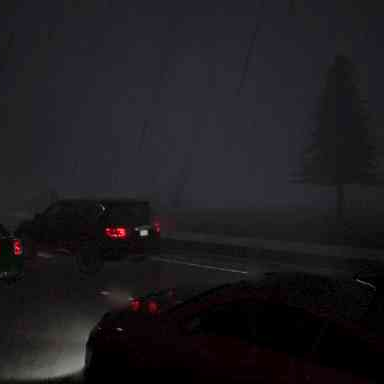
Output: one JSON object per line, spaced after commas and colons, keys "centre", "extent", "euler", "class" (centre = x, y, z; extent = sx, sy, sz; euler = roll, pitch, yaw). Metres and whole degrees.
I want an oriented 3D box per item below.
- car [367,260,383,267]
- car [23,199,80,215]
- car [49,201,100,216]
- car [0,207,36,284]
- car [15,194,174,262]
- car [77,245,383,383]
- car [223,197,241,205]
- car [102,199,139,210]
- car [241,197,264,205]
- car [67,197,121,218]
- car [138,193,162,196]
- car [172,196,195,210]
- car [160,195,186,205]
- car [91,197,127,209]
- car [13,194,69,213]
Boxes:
{"centre": [5.006, 1.478, 4.717], "extent": [5.008, 1.535, 1.882], "euler": [0, 0, 35], "class": "car"}
{"centre": [-14.933, 1.547, 35.679], "extent": [2.033, 1.411, 5.357], "euler": [0, 0, 36], "class": "car"}
{"centre": [-11.879, 1.601, 33.925], "extent": [1.895, 1.301, 4.718], "euler": [0, 0, 36], "class": "car"}
{"centre": [-6.249, 1.352, 8.414], "extent": [4.553, 1.767, 2.097], "euler": [0, 0, 36], "class": "car"}
{"centre": [-3.505, 1.221, 10.755], "extent": [5.566, 2.045, 2.150], "euler": [0, 0, 36], "class": "car"}
{"centre": [0.819, 1.564, 3.404], "extent": [4.181, 1.385, 1.994], "euler": [0, 0, 35], "class": "car"}
{"centre": [7.746, 1.548, 60.681], "extent": [2.033, 1.411, 5.357], "euler": [0, 0, 37], "class": "car"}
{"centre": [-9.284, 1.601, 43.408], "extent": [1.895, 1.301, 4.718], "euler": [0, 0, 36], "class": "car"}
{"centre": [11.097, 1.601, 59.322], "extent": [1.895, 1.301, 4.718], "euler": [0, 0, 37], "class": "car"}
{"centre": [-9.235, 1.352, 31.604], "extent": [2.097, 1.767, 4.553], "euler": [0, 0, 36], "class": "car"}
{"centre": [-5.914, 1.218, 42.088], "extent": [2.150, 2.045, 5.566], "euler": [0, 0, 36], "class": "car"}
{"centre": [-2.079, 1.548, 41.405], "extent": [2.033, 1.411, 5.357], "euler": [0, 0, 36], "class": "car"}
{"centre": [-3.174, 1.352, 57.679], "extent": [2.097, 1.767, 4.553], "euler": [0, 0, 36], "class": "car"}
{"centre": [-11.465, 1.505, 46.353], "extent": [1.837, 1.490, 4.892], "euler": [0, 0, 36], "class": "car"}
{"centre": [-17.317, 1.222, 38.349], "extent": [2.150, 2.045, 5.566], "euler": [0, 0, 36], "class": "car"}
